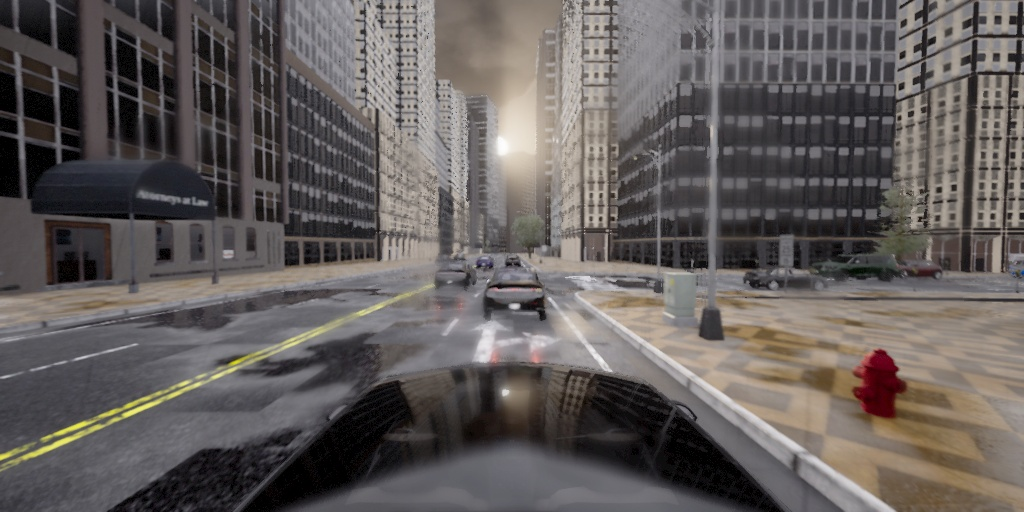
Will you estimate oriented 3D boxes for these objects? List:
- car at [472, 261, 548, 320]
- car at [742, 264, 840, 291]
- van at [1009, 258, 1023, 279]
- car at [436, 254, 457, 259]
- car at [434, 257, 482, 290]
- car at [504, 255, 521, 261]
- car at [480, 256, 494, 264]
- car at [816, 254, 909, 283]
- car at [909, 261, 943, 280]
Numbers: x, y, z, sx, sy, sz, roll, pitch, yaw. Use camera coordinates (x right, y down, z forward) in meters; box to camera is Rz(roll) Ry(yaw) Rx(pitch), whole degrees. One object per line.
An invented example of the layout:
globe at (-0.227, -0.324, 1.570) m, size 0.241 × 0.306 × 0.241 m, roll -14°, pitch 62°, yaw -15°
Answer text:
car at (0.140, 1.096, 11.943) m, size 2.128 × 1.511 × 4.902 m, roll 0°, pitch 1°, yaw 2°
car at (15.914, 1.303, 20.940) m, size 4.403 × 1.370 × 2.007 m, roll 0°, pitch 0°, yaw -1°
van at (44.024, 1.106, 29.801) m, size 3.998 × 1.789 × 1.690 m, roll 0°, pitch 0°, yaw -1°
car at (-9.812, 0.585, 51.824) m, size 2.033 × 1.411 × 5.357 m, roll 0°, pitch 1°, yaw 1°
car at (-3.139, 1.060, 20.580) m, size 2.128 × 1.511 × 4.902 m, roll 1°, pitch 1°, yaw 0°
car at (0.100, 0.644, 44.668) m, size 1.837 × 1.490 × 4.892 m, roll 0°, pitch 1°, yaw 0°
car at (-3.149, 0.701, 42.187) m, size 1.812 × 1.442 × 4.674 m, roll 0°, pitch 1°, yaw 0°
car at (25.660, 0.889, 26.943) m, size 5.566 × 2.045 × 2.150 m, roll 0°, pitch 2°, yaw -1°
car at (32.743, 1.097, 29.658) m, size 4.097 × 1.591 × 1.967 m, roll 0°, pitch 0°, yaw -1°
